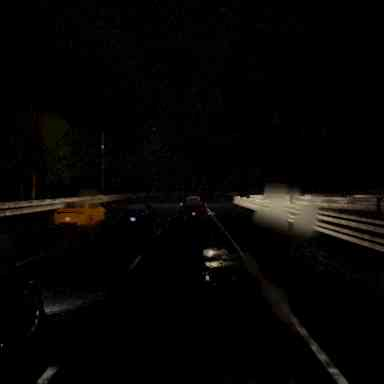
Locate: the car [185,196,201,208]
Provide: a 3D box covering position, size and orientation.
[{"bbox_3d":[0.137,1.260,41.987,1.895,1.301,4.718,0,1,0],"label":"car"}]

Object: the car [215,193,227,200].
[{"bbox_3d":[6.075,0.924,70.784,2.128,1.511,4.902,0,0,-8],"label":"car"}]

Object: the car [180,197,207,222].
[{"bbox_3d":[0.122,1.291,24.692,1.882,1.535,5.008,0,0,0],"label":"car"}]

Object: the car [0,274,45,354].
[{"bbox_3d":[-3.398,1.538,3.750,1.994,1.385,4.181,0,0,0],"label":"car"}]

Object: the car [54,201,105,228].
[{"bbox_3d":[-6.884,1.322,20.893,1.882,1.535,5.008,0,0,0],"label":"car"}]

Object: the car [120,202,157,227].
[{"bbox_3d":[-3.384,1.366,21.371,1.812,1.442,4.674,0,0,0],"label":"car"}]
